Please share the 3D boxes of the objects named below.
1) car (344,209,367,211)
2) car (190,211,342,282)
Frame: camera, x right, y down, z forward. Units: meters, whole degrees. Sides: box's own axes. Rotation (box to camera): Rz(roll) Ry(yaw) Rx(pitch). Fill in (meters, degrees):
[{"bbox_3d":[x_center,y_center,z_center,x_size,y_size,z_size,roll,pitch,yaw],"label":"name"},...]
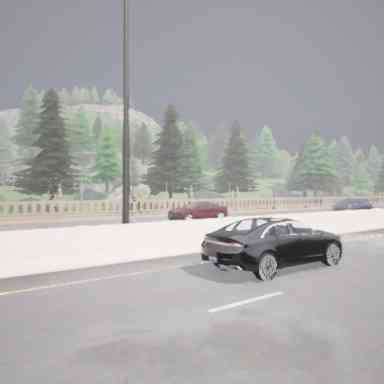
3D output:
[{"bbox_3d":[15.547,1.361,32.253,4.553,1.767,2.097,0,0,-35],"label":"car"},{"bbox_3d":[2.505,1.494,9.832,4.902,1.511,2.128,0,0,-36],"label":"car"}]
